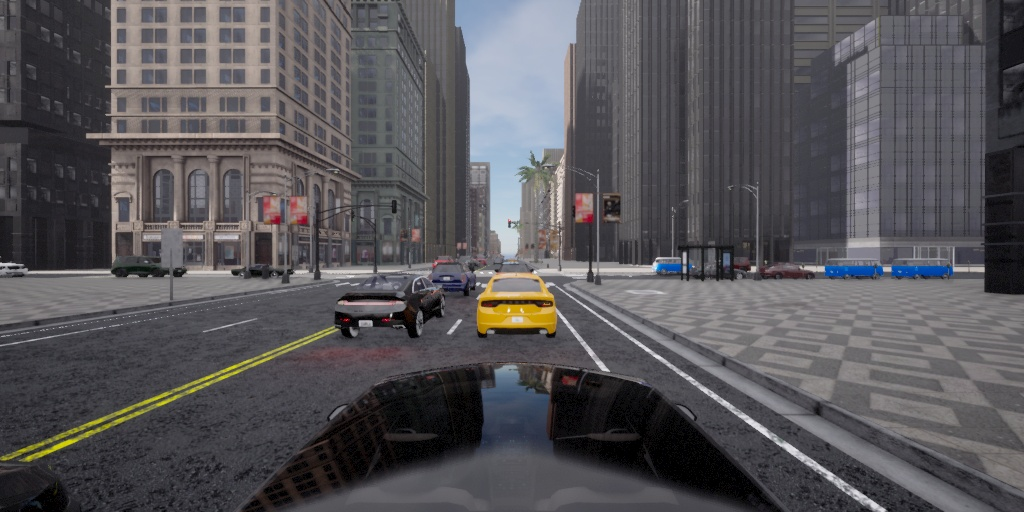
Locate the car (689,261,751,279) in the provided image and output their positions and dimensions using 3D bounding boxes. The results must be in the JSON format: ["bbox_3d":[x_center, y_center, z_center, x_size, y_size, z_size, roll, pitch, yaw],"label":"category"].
[{"bbox_3d":[17.107,1.299,29.861,4.403,1.370,2.007,0,0,0],"label":"car"}]

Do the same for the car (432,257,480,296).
[{"bbox_3d":[-3.127,1.102,19.290,2.097,1.767,4.553,0,0,0],"label":"car"}]

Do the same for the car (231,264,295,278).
[{"bbox_3d":[-22.548,1.375,32.610,4.718,1.301,1.895,0,0,0],"label":"car"}]

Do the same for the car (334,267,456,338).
[{"bbox_3d":[-3.140,1.241,10.151,2.128,1.511,4.902,0,0,0],"label":"car"}]

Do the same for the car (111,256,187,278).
[{"bbox_3d":[-33.019,1.005,32.677,5.566,2.045,2.150,0,0,0],"label":"car"}]

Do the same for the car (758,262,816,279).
[{"bbox_3d":[22.785,1.326,29.856,4.207,1.307,1.802,0,0,0],"label":"car"}]

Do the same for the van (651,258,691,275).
[{"bbox_3d":[17.114,1.065,38.386,3.998,1.789,1.690,0,0,0],"label":"van"}]

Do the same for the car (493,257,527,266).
[{"bbox_3d":[0.123,1.102,19.315,2.097,1.767,4.553,0,0,0],"label":"car"}]

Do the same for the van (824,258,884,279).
[{"bbox_3d":[28.462,1.082,29.850,3.998,1.789,1.690,0,0,0],"label":"van"}]

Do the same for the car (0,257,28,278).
[{"bbox_3d":[-48.086,1.018,32.784,5.566,2.045,2.150,1,0,1],"label":"car"}]

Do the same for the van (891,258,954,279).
[{"bbox_3d":[34.139,1.080,29.845,3.998,1.789,1.690,0,0,0],"label":"van"}]

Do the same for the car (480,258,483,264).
[{"bbox_3d":[-6.501,1.354,61.005,1.895,1.301,4.718,0,0,0],"label":"car"}]

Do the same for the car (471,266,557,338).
[{"bbox_3d":[0.109,1.227,10.241,1.882,1.535,5.008,0,0,0],"label":"car"}]

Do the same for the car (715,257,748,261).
[{"bbox_3d":[22.791,1.035,38.381,5.009,1.841,2.192,0,0,0],"label":"car"}]
